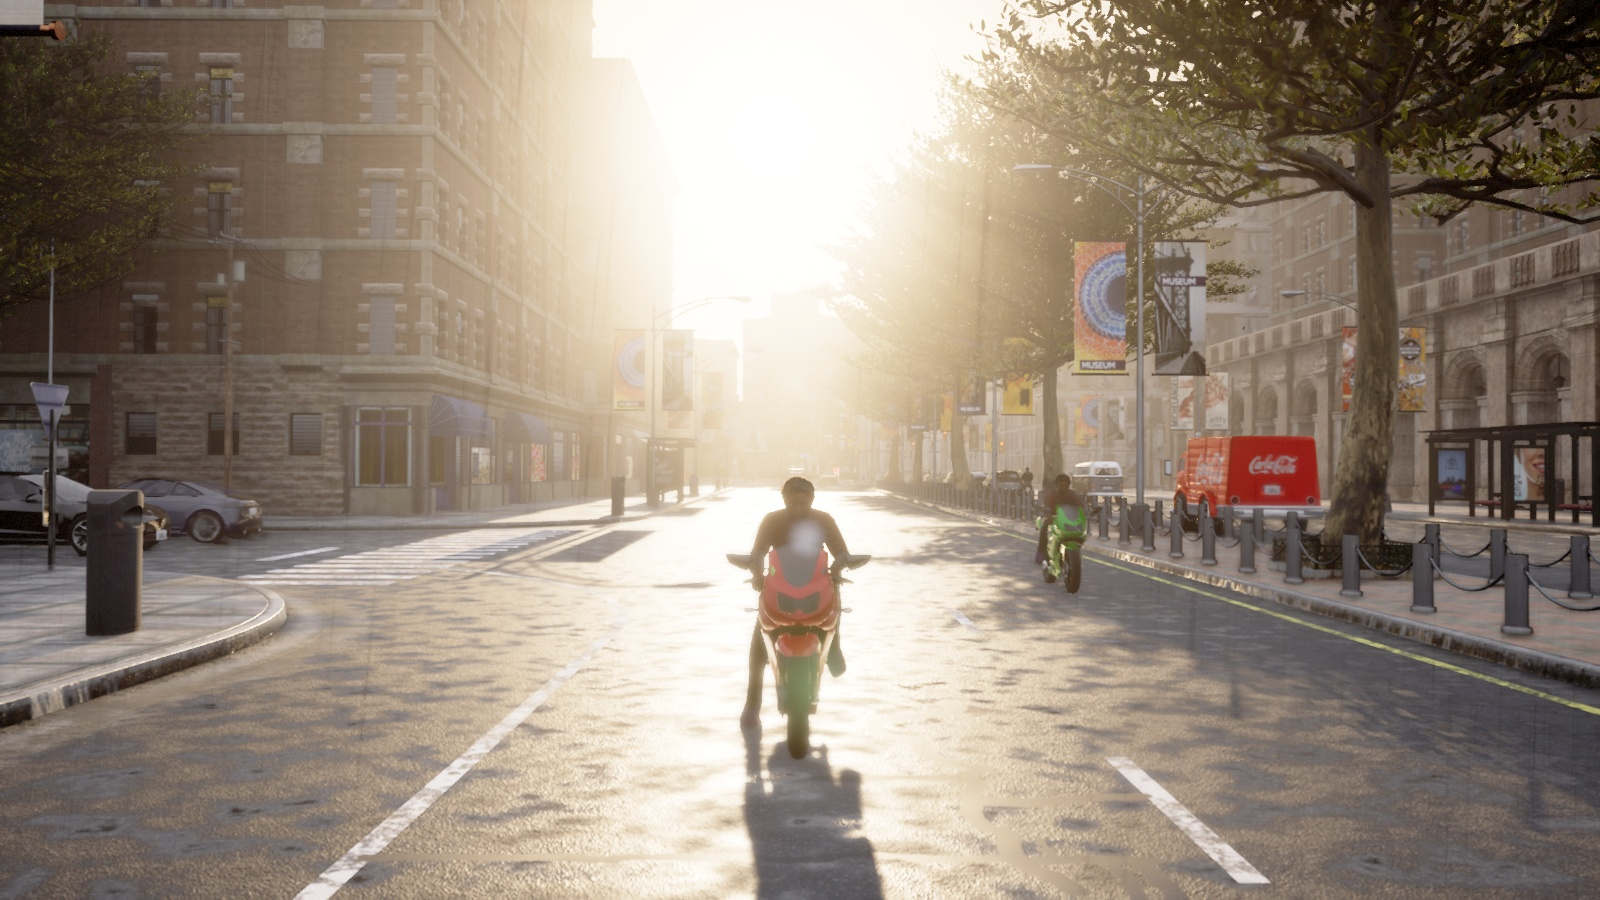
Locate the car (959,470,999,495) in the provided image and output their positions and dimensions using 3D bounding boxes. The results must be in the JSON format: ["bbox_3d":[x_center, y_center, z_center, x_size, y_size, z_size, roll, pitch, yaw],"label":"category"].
[{"bbox_3d":[11.292,2.040,79.509,1.837,1.490,4.892,0,-1,0],"label":"car"}]

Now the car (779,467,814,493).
[{"bbox_3d":[-0.219,1.990,83.534,2.242,1.667,4.611,0,-1,0],"label":"car"}]

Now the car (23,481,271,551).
[{"bbox_3d":[-13.619,1.353,26.401,4.181,1.385,1.994,0,-1,-4],"label":"car"}]

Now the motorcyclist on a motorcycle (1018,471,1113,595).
[{"bbox_3d":[3.456,1.045,16.516,0.797,1.523,2.044,0,-1,0],"label":"motorcyclist on a motorcycle"}]

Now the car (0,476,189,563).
[{"bbox_3d":[-14.050,1.234,22.870,4.792,1.488,2.163,0,-1,-1],"label":"car"}]

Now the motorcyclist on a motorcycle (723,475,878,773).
[{"bbox_3d":[-0.005,0.915,7.505,0.797,1.523,2.044,0,-1,0],"label":"motorcyclist on a motorcycle"}]

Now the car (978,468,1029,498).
[{"bbox_3d":[11.312,1.816,70.121,2.033,1.649,4.856,0,-1,0],"label":"car"}]

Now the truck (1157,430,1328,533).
[{"bbox_3d":[11.409,0.805,32.894,2.627,2.467,5.204,0,-1,0],"label":"truck"}]

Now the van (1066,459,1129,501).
[{"bbox_3d":[14.835,1.479,62.876,2.069,2.038,4.480,0,-1,0],"label":"van"}]
